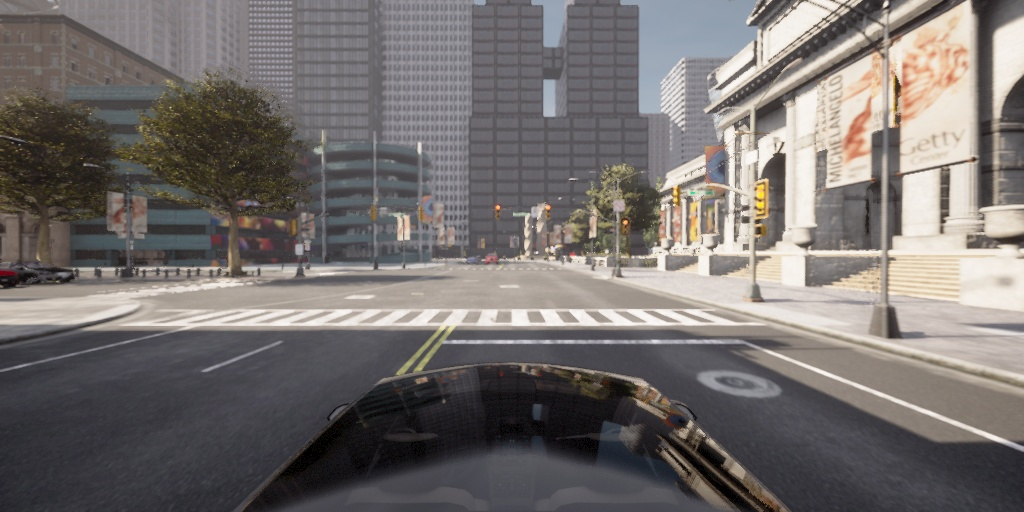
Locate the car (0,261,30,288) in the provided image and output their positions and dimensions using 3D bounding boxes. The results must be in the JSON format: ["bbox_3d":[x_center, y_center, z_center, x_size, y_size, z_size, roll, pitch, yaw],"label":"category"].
[{"bbox_3d":[-31.016,1.104,20.158,5.008,1.535,1.882,0,0,0],"label":"car"}]

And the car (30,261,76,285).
[{"bbox_3d":[-31.930,1.094,23.656,4.902,1.511,2.128,0,0,0],"label":"car"}]

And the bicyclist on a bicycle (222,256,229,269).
[{"bbox_3d":[-34.240,0.774,43.120,0.582,1.620,1.656,0,1,0],"label":"bicyclist on a bicycle"}]

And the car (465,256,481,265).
[{"bbox_3d":[-7.063,0.867,63.251,1.812,1.442,4.674,0,0,0],"label":"car"}]

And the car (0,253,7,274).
[{"bbox_3d":[-53.849,0.746,35.153,5.566,2.045,2.150,0,0,0],"label":"car"}]

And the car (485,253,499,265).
[{"bbox_3d":[-3.564,0.554,64.461,2.150,2.045,5.566,0,0,0],"label":"car"}]
